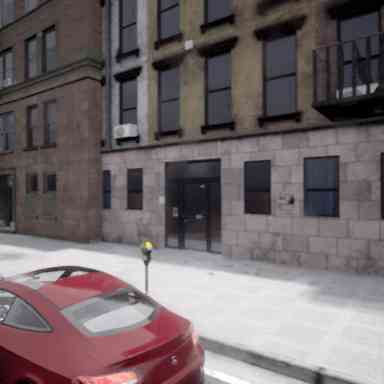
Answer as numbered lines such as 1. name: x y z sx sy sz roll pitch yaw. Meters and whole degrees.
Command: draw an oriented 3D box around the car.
1. car: -1.810 1.600 4.103 4.206 1.307 1.802 0 0 36
